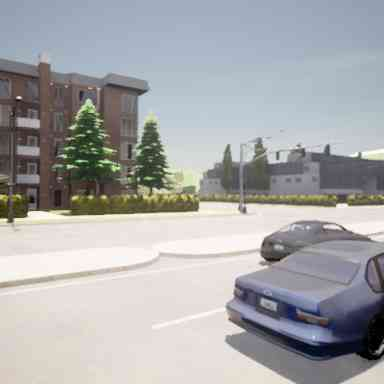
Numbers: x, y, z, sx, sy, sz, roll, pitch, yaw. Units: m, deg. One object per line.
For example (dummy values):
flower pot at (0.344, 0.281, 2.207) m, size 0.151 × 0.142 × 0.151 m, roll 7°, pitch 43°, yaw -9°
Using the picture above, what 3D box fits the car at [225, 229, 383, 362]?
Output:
car at (3.084, 1.592, 5.973) m, size 5.357 × 1.411 × 2.033 m, roll 0°, pitch 0°, yaw -35°

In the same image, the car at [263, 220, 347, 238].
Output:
car at (4.230, 1.638, 11.121) m, size 4.181 × 1.385 × 1.994 m, roll 0°, pitch 0°, yaw -36°
